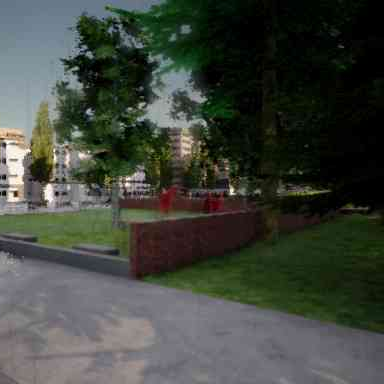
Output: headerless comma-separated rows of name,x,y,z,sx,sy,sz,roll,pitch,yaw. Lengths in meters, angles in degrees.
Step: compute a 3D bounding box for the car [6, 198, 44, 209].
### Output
car,-21.494,1.446,43.021,1.812,1.442,4.674,0,0,36
